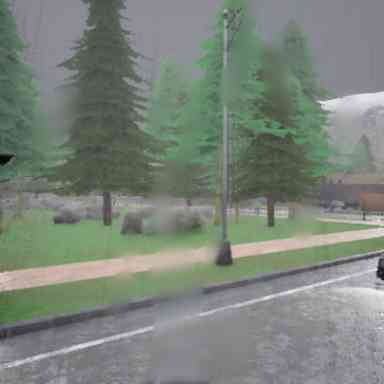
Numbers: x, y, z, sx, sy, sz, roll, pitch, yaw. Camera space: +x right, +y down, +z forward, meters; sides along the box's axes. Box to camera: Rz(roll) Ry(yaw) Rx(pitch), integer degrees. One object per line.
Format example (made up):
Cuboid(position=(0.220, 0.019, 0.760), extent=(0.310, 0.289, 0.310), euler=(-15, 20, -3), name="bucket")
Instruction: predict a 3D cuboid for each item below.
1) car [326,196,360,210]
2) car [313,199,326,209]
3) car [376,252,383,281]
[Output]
Cuboid(position=(20.740, 1.449, 45.086), extent=(4.605, 1.855, 1.932), euler=(0, 0, -37), name="car")
Cuboid(position=(18.922, 1.449, 46.866), extent=(3.866, 1.878, 1.905), euler=(0, 0, -37), name="car")
Cuboid(position=(6.590, 1.633, 8.568), extent=(4.181, 1.385, 1.994), euler=(1, 0, -35), name="car")
